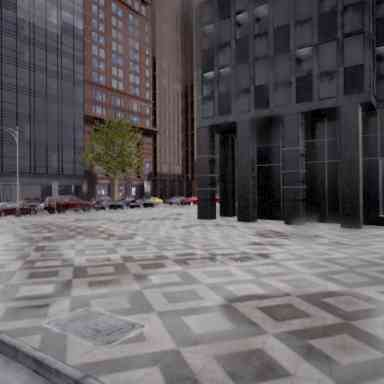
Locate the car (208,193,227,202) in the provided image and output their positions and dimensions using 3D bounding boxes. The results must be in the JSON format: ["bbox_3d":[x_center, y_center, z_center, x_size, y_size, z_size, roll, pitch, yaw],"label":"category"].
[{"bbox_3d":[5.834,1.283,76.433,2.192,1.841,5.009,-1,0,35],"label":"car"}]

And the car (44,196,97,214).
[{"bbox_3d":[-12.811,1.280,34.472,2.192,1.841,5.009,-1,0,35],"label":"car"}]

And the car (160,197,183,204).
[{"bbox_3d":[-3.785,1.561,62.516,1.947,1.339,4.313,-1,0,35],"label":"car"}]

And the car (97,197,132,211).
[{"bbox_3d":[-9.602,1.515,39.109,1.947,1.339,4.313,-1,0,35],"label":"car"}]

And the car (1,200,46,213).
[{"bbox_3d":[-19.819,1.629,39.321,1.947,1.339,4.313,-1,0,35],"label":"car"}]

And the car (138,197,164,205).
[{"bbox_3d":[-7.089,1.532,57.736,1.752,1.417,4.829,-1,0,35],"label":"car"}]

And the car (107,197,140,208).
[{"bbox_3d":[-9.946,1.520,48.736,1.812,1.442,4.674,-1,0,35],"label":"car"}]

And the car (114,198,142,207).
[{"bbox_3d":[-10.199,1.600,53.237,1.802,1.307,4.206,-1,0,35],"label":"car"}]

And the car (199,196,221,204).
[{"bbox_3d":[3.436,1.447,62.662,1.812,1.442,4.674,-1,0,35],"label":"car"}]

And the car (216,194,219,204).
[{"bbox_3d":[3.221,1.212,57.664,2.192,1.841,5.009,-1,0,35],"label":"car"}]

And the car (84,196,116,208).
[{"bbox_3d":[-13.407,1.471,48.598,1.967,1.590,4.097,-1,0,35],"label":"car"}]

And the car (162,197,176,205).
[{"bbox_3d":[-1.992,1.485,54.717,2.033,1.411,5.357,-1,0,35],"label":"car"}]

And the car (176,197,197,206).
[{"bbox_3d":[0.016,1.452,53.024,1.887,1.381,4.507,-1,0,35],"label":"car"}]

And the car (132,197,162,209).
[{"bbox_3d":[-6.396,1.499,43.747,1.947,1.339,4.313,-1,0,35],"label":"car"}]

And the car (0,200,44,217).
[{"bbox_3d":[-16.015,1.566,29.832,1.802,1.307,4.206,-1,0,35],"label":"car"}]

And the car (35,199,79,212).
[{"bbox_3d":[-16.078,1.550,39.890,1.812,1.442,4.674,-1,0,34],"label":"car"}]
